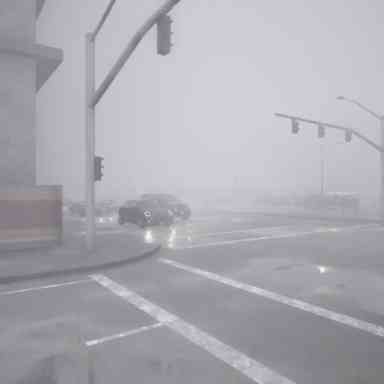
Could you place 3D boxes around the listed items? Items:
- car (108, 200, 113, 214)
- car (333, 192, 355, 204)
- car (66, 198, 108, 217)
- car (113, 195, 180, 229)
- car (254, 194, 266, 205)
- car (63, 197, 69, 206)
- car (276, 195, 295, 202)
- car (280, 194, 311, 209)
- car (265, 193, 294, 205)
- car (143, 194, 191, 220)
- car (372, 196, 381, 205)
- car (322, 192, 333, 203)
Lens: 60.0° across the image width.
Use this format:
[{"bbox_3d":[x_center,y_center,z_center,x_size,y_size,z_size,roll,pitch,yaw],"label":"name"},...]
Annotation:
[{"bbox_3d":[-8.786,1.544,35.504,1.895,1.301,4.718,0,0,-36],"label":"car"},{"bbox_3d":[35.913,1.149,78.691,3.866,1.878,1.905,0,0,-35],"label":"car"},{"bbox_3d":[-9.898,1.545,31.051,1.895,1.301,4.718,0,0,-36],"label":"car"},{"bbox_3d":[-3.069,1.296,21.553,2.097,1.767,4.553,0,0,-36],"label":"car"},{"bbox_3d":[12.538,1.149,55.320,4.605,1.855,1.932,0,0,-35],"label":"car"},{"bbox_3d":[-19.138,1.491,50.040,2.033,1.411,5.357,0,0,-35],"label":"car"},{"bbox_3d":[20.004,1.358,70.954,3.905,1.438,1.784,0,0,-35],"label":"car"},{"bbox_3d":[15.802,1.391,50.796,3.806,1.475,1.970,0,0,-35],"label":"car"},{"bbox_3d":[14.130,1.360,53.159,3.905,1.438,1.784,0,0,-35],"label":"car"},{"bbox_3d":[-2.350,1.165,26.540,2.150,2.045,5.566,0,0,-36],"label":"car"},{"bbox_3d":[31.461,1.390,54.812,3.806,1.475,1.970,0,0,-35],"label":"car"},{"bbox_3d":[34.250,1.388,81.061,3.806,1.475,1.970,0,0,-35],"label":"car"}]
